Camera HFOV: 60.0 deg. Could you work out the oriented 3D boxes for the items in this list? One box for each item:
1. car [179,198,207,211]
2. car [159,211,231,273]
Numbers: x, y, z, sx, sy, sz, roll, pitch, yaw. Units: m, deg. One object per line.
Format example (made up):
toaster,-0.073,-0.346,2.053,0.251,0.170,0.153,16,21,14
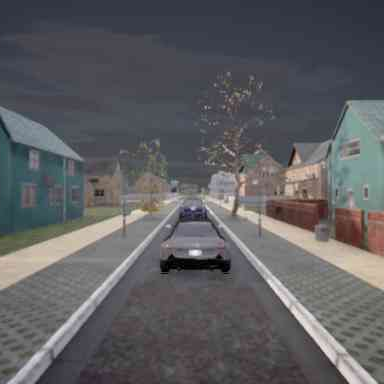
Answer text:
car,0.091,1.237,26.518,2.097,1.767,4.553,0,0,0
car,0.086,1.514,10.511,1.994,1.385,4.181,0,0,0
